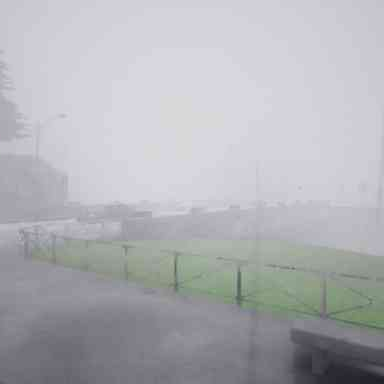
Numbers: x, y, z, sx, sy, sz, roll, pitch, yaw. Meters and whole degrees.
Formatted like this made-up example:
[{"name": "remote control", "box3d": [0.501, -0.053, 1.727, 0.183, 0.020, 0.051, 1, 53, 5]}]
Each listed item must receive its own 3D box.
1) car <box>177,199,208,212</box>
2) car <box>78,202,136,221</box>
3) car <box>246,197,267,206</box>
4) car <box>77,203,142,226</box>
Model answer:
[{"name": "car", "box3d": [0.155, 1.522, 38.916, 1.812, 1.442, 4.674, 0, 0, 36]}, {"name": "car", "box3d": [-7.182, 1.597, 28.631, 1.895, 1.301, 4.718, 0, 0, 35]}, {"name": "car", "box3d": [10.268, 1.489, 52.981, 2.128, 1.511, 4.902, 0, 0, 36]}, {"name": "car", "box3d": [-5.543, 1.544, 23.866, 2.033, 1.411, 5.357, 0, 0, 37]}]
